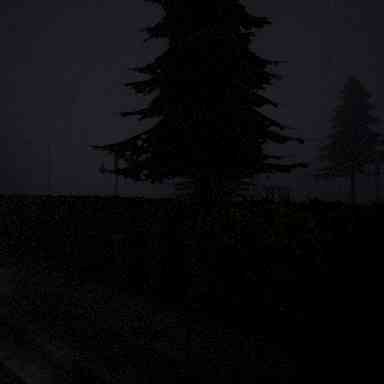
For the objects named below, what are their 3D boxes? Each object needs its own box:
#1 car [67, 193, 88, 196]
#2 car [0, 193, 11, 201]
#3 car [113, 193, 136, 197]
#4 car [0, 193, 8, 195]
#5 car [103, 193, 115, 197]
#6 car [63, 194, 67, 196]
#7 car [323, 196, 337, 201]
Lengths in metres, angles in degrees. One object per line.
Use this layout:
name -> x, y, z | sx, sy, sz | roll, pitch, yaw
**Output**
car -> -27.175, 1.154, 81.593 | 5.027, 1.636, 2.152 | 0, 0, -45
car -> -41.765, 1.097, 71.634 | 4.605, 1.855, 1.932 | 0, 0, -45
car -> -10.306, 1.384, 54.272 | 3.806, 1.475, 1.970 | 0, 0, -45
car -> -23.711, 1.330, 41.282 | 5.027, 1.636, 2.152 | 0, 0, -45
car -> -15.867, 1.097, 70.694 | 4.605, 1.855, 1.932 | 0, 0, -45
car -> -31.908, 1.232, 85.939 | 3.806, 1.475, 1.970 | 0, 0, -45
car -> 26.049, 1.541, 62.141 | 2.033, 1.411, 5.357 | 0, 0, 40
